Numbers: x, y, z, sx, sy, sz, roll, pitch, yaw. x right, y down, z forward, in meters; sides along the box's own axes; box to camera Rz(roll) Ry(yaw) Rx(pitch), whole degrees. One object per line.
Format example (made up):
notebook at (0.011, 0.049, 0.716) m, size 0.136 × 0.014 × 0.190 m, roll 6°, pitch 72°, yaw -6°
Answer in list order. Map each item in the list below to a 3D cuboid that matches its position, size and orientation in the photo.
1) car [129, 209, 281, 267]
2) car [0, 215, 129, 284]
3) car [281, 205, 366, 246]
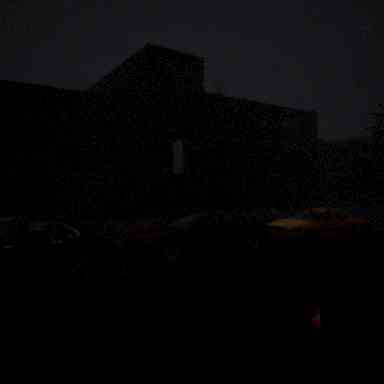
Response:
car at (0.287, 1.340, 10.849) m, size 5.008 × 1.535 × 2.097 m, roll 1°, pitch 0°, yaw -33°
car at (-4.228, 1.319, 7.611) m, size 4.892 × 1.521 × 2.231 m, roll 0°, pitch 0°, yaw -33°
car at (5.468, 1.350, 14.574) m, size 5.366 × 1.575 × 1.946 m, roll 0°, pitch 0°, yaw -33°
